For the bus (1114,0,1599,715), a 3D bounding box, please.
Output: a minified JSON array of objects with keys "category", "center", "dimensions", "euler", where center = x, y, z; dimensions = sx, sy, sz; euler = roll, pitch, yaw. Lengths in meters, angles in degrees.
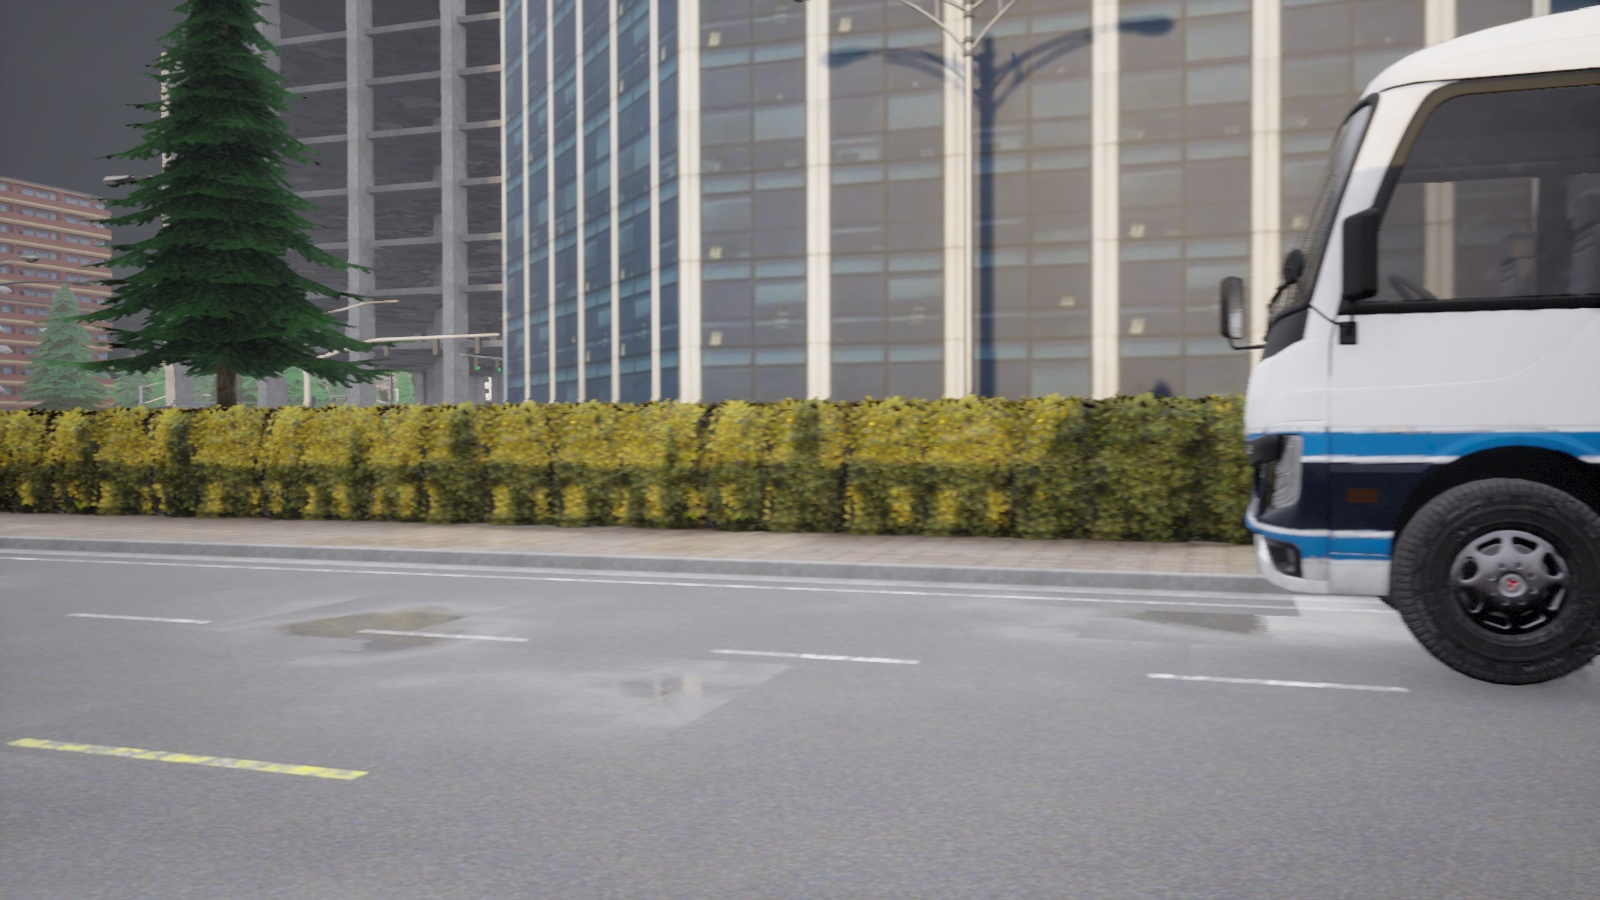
[{"category":"bus","center":[7.468,-0.651,8.045],"dimensions":[10.273,4.253,3.944],"euler":[1,1,19]}]
